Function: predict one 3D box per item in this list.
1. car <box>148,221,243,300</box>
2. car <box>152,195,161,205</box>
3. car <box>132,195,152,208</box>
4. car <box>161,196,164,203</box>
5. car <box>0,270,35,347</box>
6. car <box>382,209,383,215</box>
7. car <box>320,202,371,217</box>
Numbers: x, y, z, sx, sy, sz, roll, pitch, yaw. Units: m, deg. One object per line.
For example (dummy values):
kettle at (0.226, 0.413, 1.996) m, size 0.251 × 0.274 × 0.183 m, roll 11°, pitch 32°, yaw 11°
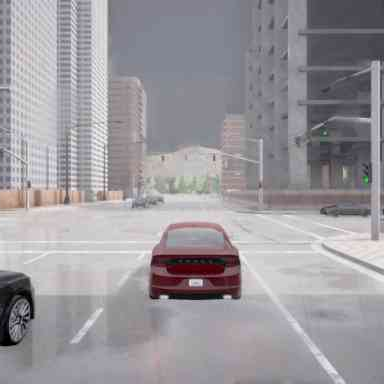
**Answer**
car at (0.064, 1.478, 8.447) m, size 1.882 × 1.535 × 5.008 m, roll 0°, pitch 0°, yaw 0°
car at (-7.094, 1.352, 56.792) m, size 2.097 × 1.767 × 4.553 m, roll 0°, pitch 0°, yaw 1°
car at (-7.248, 1.505, 46.959) m, size 1.837 × 1.490 × 4.892 m, roll 0°, pitch 0°, yaw 1°
car at (-6.831, 1.547, 69.174) m, size 2.033 × 1.411 × 5.357 m, roll 0°, pitch 0°, yaw 1°
car at (-3.449, 1.492, 3.442) m, size 2.128 × 1.511 × 4.902 m, roll 0°, pitch 0°, yaw 0°
car at (18.473, 1.221, 26.747) m, size 5.566 × 2.045 × 2.150 m, roll 0°, pitch 0°, yaw 0°
car at (13.922, 1.564, 30.275) m, size 4.181 × 1.385 × 1.994 m, roll 0°, pitch 0°, yaw 0°
